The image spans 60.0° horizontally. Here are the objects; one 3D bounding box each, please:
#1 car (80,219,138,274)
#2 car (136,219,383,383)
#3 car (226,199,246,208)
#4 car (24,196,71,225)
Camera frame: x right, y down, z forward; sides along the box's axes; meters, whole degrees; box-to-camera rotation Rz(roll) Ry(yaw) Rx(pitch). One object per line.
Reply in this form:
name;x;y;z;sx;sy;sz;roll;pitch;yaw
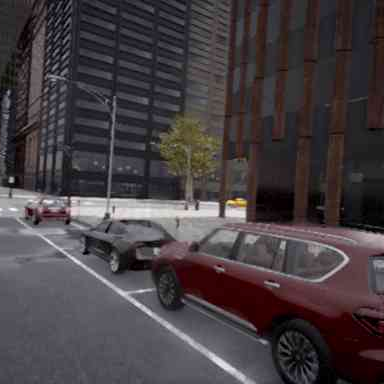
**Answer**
car;-2.003;1.453;10.111;1.947;1.339;4.313;3;0;-35
car;1.235;1.392;5.491;2.192;1.841;5.009;3;0;-35
car;7.953;1.918;57.198;5.008;1.535;1.882;3;0;-35
car;-8.445;0.950;19.348;1.967;1.590;4.097;3;0;-35
